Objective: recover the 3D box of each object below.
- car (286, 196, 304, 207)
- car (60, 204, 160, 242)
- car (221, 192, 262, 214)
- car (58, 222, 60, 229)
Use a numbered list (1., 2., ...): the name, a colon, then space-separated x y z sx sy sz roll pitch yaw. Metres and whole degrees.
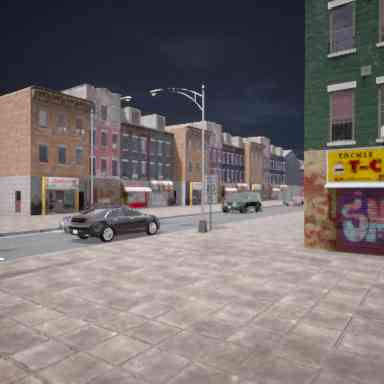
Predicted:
1. car: 14.685 1.312 46.411 1.812 1.442 4.674 0 0 36
2. car: -3.580 1.443 16.193 1.837 1.490 4.892 0 0 36
3. car: 5.067 1.046 33.153 2.150 2.045 5.566 0 1 35
4. car: -5.186 1.446 18.848 1.812 1.442 4.674 0 1 36
